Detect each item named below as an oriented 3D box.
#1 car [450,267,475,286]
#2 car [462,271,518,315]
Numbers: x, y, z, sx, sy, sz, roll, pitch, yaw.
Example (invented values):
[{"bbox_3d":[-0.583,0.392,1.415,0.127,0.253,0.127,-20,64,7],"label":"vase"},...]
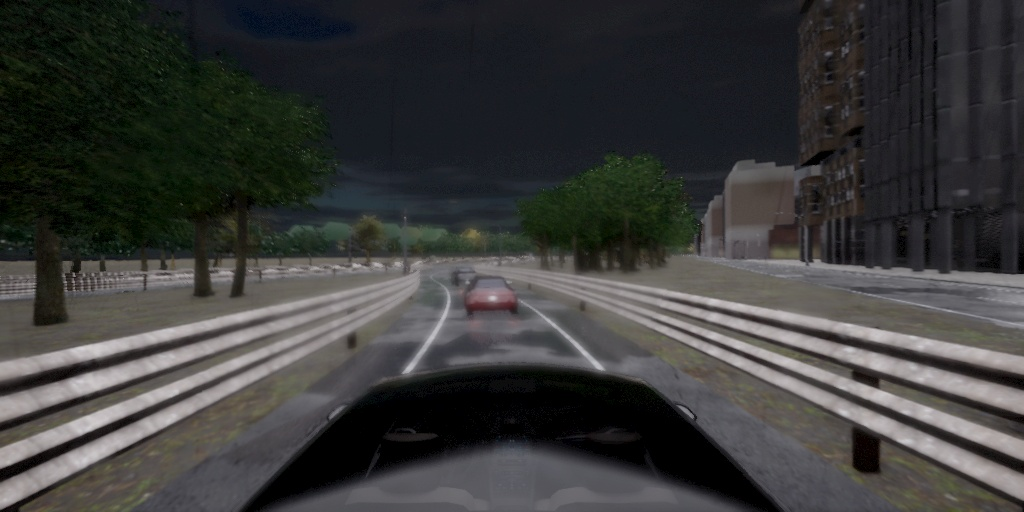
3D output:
[{"bbox_3d":[-3.998,1.652,29.730,2.128,1.511,4.902,0,-1,-16],"label":"car"},{"bbox_3d":[-0.956,1.505,14.798,1.994,1.385,4.181,0,-1,-8],"label":"car"}]
